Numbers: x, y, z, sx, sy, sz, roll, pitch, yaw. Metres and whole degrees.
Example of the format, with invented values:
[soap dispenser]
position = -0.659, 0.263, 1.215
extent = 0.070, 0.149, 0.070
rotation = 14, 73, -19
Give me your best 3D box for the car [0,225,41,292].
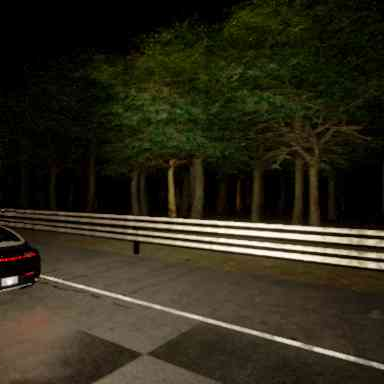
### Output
[car]
position = -5.543, 1.504, 7.947
extent = 4.892, 1.490, 1.837
rotation = 0, 0, 36
